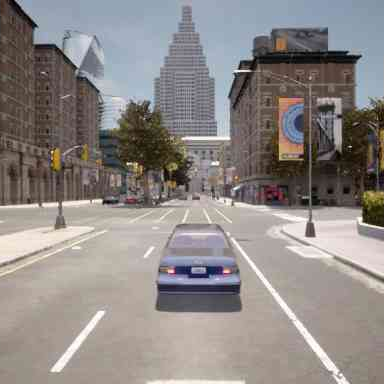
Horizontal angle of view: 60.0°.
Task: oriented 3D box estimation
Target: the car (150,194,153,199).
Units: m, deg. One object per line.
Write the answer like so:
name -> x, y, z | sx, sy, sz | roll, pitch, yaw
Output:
car -> -10.514, 1.355, 79.588 | 2.097, 1.767, 4.553 | 0, 0, 1

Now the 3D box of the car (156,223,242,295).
car -> 0.171, 1.547, 8.882 | 2.033, 1.411, 5.357 | 0, 0, 1

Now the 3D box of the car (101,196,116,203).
car -> -17.387, 1.595, 69.776 | 1.895, 1.301, 4.718 | 0, 0, 1

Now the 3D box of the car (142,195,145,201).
car -> -10.640, 1.500, 69.600 | 1.837, 1.490, 4.892 | 0, 0, 1

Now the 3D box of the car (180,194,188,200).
car -> -2.386, 1.540, 89.603 | 2.033, 1.411, 5.357 | 0, 0, 1

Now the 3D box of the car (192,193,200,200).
car -> 1.118, 1.350, 89.961 | 2.097, 1.767, 4.553 | 0, 0, 1

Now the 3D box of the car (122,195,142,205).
car -> -10.832, 1.478, 59.804 | 1.882, 1.535, 5.008 | 0, 0, 1

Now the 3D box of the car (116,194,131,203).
car -> -14.151, 1.355, 68.729 | 2.097, 1.767, 4.553 | 0, 0, 1

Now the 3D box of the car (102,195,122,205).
car -> -14.351, 1.601, 58.622 | 1.895, 1.301, 4.718 | 0, 0, 1

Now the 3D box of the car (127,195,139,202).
car -> -14.023, 1.478, 78.828 | 1.882, 1.535, 5.008 | 0, 0, 1
